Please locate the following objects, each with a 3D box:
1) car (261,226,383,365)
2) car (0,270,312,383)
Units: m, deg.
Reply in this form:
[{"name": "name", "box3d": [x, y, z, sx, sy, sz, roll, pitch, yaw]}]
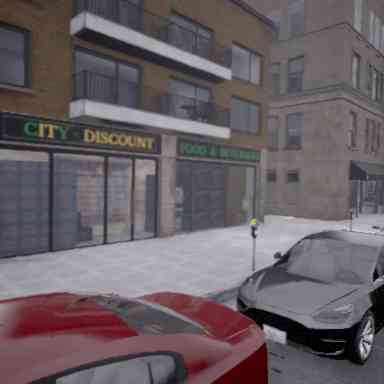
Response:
[{"name": "car", "box3d": [2.580, 1.402, 5.712, 1.947, 1.339, 4.313, 3, 3, 45]}, {"name": "car", "box3d": [-1.318, 1.433, 1.805, 1.887, 1.381, 4.507, 3, 3, 45]}]
